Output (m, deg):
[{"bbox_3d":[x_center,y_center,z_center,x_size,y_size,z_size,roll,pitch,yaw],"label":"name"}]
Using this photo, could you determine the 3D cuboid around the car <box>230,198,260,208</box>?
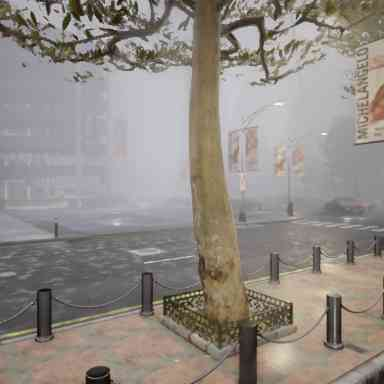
[{"bbox_3d":[6.493,1.547,46.997,2.033,1.411,5.357,0,0,-36],"label":"car"}]

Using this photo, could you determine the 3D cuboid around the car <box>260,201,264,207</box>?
[{"bbox_3d":[8.703,1.564,49.882,1.994,1.385,4.181,0,0,-36],"label":"car"}]

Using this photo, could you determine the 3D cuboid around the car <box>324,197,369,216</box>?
[{"bbox_3d":[14.555,1.525,32.251,1.812,1.442,4.674,1,0,-7],"label":"car"}]

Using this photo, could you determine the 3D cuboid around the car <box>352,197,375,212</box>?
[{"bbox_3d":[17.890,1.352,37.156,2.097,1.767,4.553,0,0,-36],"label":"car"}]

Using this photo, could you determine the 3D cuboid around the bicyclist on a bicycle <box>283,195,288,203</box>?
[{"bbox_3d":[17.569,1.300,62.357,1.656,1.620,0.582,0,0,-36],"label":"bicyclist on a bicycle"}]

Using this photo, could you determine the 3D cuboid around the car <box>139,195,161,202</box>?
[{"bbox_3d":[-9.545,1.524,74.225,4.674,1.442,1.812,0,0,26],"label":"car"}]

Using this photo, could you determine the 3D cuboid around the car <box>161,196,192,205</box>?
[{"bbox_3d":[-2.772,1.547,59.509,2.033,1.411,5.357,0,0,-40],"label":"car"}]

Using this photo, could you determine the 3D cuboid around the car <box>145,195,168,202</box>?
[{"bbox_3d":[-8.332,1.525,77.525,4.902,1.511,2.128,0,0,26],"label":"car"}]

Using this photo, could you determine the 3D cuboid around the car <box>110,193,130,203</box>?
[{"bbox_3d":[-15.378,1.286,69.278,4.553,1.767,2.097,0,0,26],"label":"car"}]

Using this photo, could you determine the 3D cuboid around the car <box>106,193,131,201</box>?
[{"bbox_3d":[-17.889,1.165,81.222,5.566,2.045,2.150,0,0,11],"label":"car"}]

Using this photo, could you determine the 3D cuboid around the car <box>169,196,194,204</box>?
[{"bbox_3d":[-2.034,1.477,63.813,1.882,1.535,5.008,0,-1,-44],"label":"car"}]
